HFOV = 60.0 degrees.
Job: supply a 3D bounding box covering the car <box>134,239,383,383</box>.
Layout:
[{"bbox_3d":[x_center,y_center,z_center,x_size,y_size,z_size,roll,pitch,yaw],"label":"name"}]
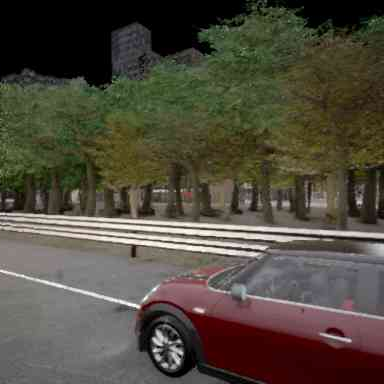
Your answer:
[{"bbox_3d":[1.415,1.386,4.127,4.553,1.767,2.097,-1,-1,35],"label":"car"}]
